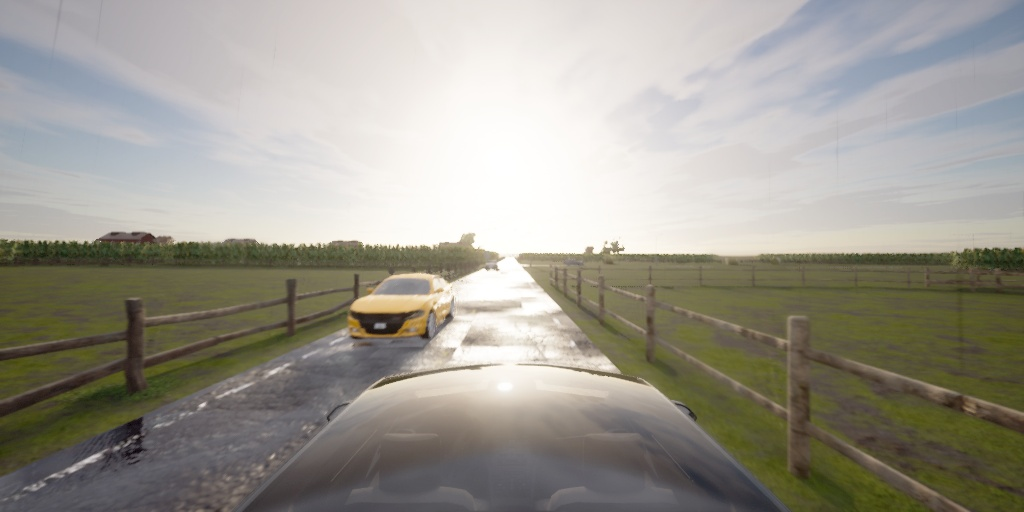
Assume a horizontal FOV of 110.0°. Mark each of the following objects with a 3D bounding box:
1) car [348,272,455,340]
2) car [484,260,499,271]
[{"bbox_3d":[-2.854,1.244,10.249,1.882,1.535,5.008,0,0,0],"label":"car"},{"bbox_3d":[-2.841,1.326,51.285,2.128,1.511,4.902,0,0,0],"label":"car"}]
